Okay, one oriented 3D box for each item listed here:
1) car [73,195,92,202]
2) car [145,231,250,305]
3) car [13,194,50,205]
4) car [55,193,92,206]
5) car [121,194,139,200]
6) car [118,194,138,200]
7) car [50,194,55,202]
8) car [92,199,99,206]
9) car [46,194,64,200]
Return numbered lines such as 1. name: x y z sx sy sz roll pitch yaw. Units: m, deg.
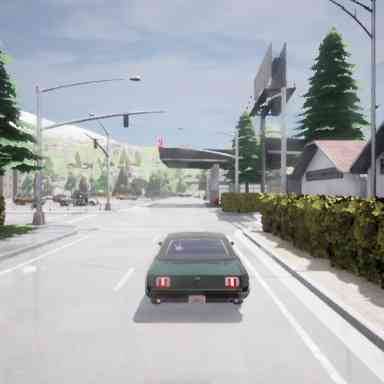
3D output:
1. car: -23.978 1.308 72.945 3.633 1.501 1.845 0 0 0
2. car: 0.102 1.600 8.053 1.895 1.301 4.718 0 0 0
3. car: -24.618 1.089 50.492 4.605 1.855 1.932 0 0 0
4. car: -16.734 1.069 47.246 3.866 1.878 1.905 0 0 0
5. car: -16.432 1.325 87.966 4.514 1.523 2.007 0 0 0
6. car: -16.364 1.317 84.830 5.027 1.636 2.152 0 0 0
7. car: -23.970 1.288 62.953 4.514 1.523 2.007 0 0 0
8. car: -16.139 1.353 50.573 3.806 1.475 1.970 0 0 0
9. car: -35.030 1.370 84.883 3.806 1.475 1.970 0 0 0
